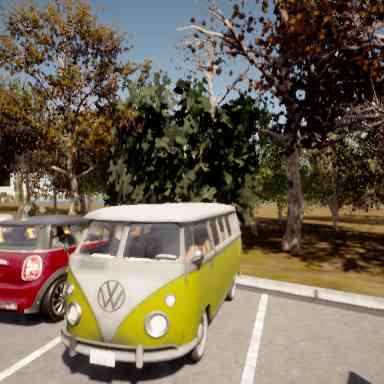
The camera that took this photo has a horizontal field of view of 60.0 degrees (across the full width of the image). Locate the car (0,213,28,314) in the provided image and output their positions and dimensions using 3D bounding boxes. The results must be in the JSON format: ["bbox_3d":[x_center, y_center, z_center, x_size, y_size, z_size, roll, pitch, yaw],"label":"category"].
[{"bbox_3d":[-2.689,1.303,7.446,2.185,1.767,4.553,0,-1,17],"label":"car"}]

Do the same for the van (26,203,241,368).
[{"bbox_3d":[-0.314,1.202,5.622,1.878,1.987,4.442,1,-1,16],"label":"van"}]
